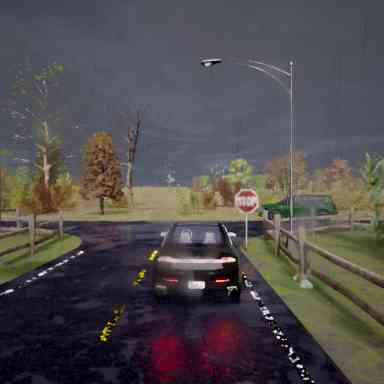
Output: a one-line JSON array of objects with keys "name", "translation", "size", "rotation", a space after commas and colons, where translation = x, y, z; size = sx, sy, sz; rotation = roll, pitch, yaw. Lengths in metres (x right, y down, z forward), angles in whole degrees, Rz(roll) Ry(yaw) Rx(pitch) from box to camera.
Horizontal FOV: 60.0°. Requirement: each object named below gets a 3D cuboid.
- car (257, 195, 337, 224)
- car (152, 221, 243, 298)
[{"name": "car", "translation": [7.606, 1.205, 24.254], "size": [5.566, 2.045, 2.150], "rotation": [0, 0, 1]}, {"name": "car", "translation": [0.152, 1.492, 8.515], "size": [2.128, 1.511, 4.902], "rotation": [0, 0, 2]}]
